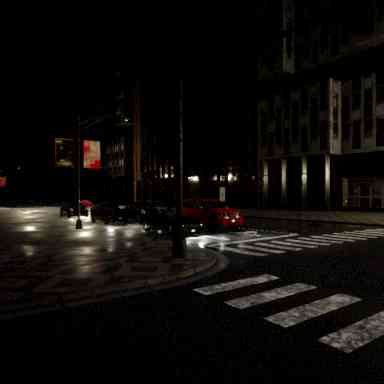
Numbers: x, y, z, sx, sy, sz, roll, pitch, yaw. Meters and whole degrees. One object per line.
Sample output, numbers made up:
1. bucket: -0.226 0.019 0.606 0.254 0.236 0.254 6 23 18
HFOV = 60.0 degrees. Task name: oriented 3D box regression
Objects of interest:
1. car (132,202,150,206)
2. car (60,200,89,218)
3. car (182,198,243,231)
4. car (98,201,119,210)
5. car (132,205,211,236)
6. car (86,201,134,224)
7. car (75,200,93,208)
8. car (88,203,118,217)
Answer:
1. car: -4.647 1.720 30.636 2.097 1.767 4.553 0 -1 -36
2. car: -13.076 1.870 36.839 2.097 1.767 4.553 0 -1 -35
3. car: 1.007 1.459 22.771 2.150 2.045 5.566 0 -1 -34
4. car: -13.844 2.240 54.988 1.994 1.385 4.181 0 -1 -36
5. car: -1.478 1.796 20.615 2.033 1.411 5.357 0 -1 -36
6. car: -7.167 1.858 28.566 1.882 1.535 5.008 0 -1 -36
7. car: -21.167 2.323 65.217 1.882 1.535 5.008 0 -1 -36
8. car: -10.429 2.028 38.723 1.812 1.442 4.674 0 -1 -35
